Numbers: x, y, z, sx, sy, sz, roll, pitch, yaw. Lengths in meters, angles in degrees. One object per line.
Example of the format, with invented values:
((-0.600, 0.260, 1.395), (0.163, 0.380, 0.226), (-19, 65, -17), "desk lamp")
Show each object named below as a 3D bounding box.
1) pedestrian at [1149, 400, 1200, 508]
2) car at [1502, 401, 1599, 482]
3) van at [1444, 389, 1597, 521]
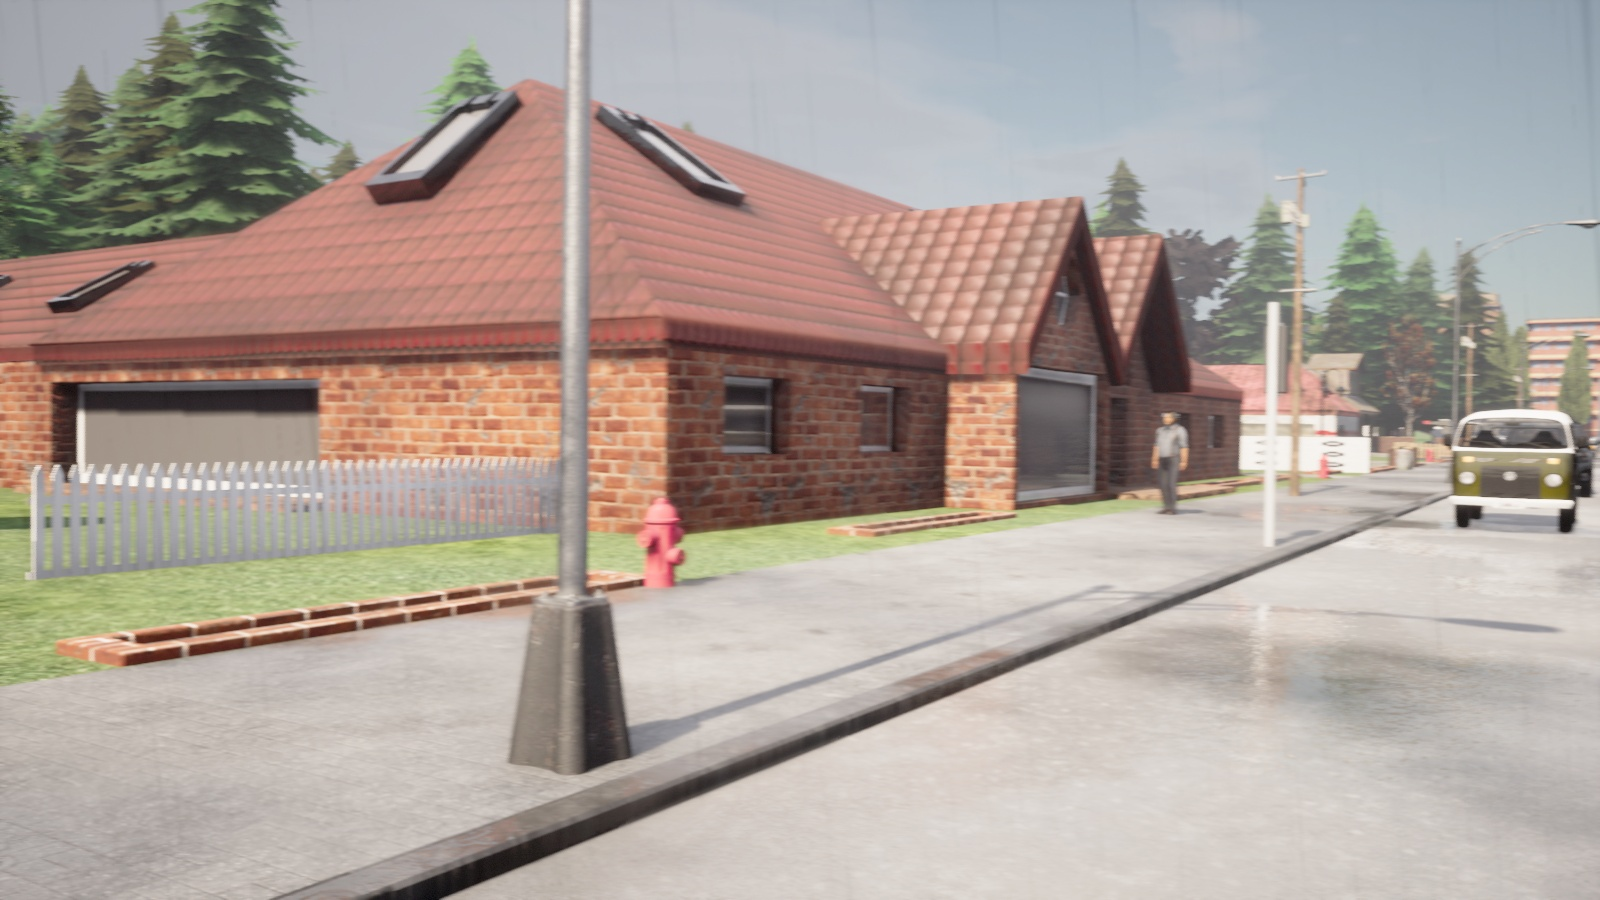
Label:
((6.533, 0.063, 21.903), (0.694, 1.848, 0.540), (-1, 1, -35), "pedestrian")
((20.842, -0.271, 34.715), (2.150, 2.045, 5.566), (0, 1, 33), "car")
((12.635, 0.029, 21.881), (2.069, 2.038, 4.480), (0, 1, 33), "van")
